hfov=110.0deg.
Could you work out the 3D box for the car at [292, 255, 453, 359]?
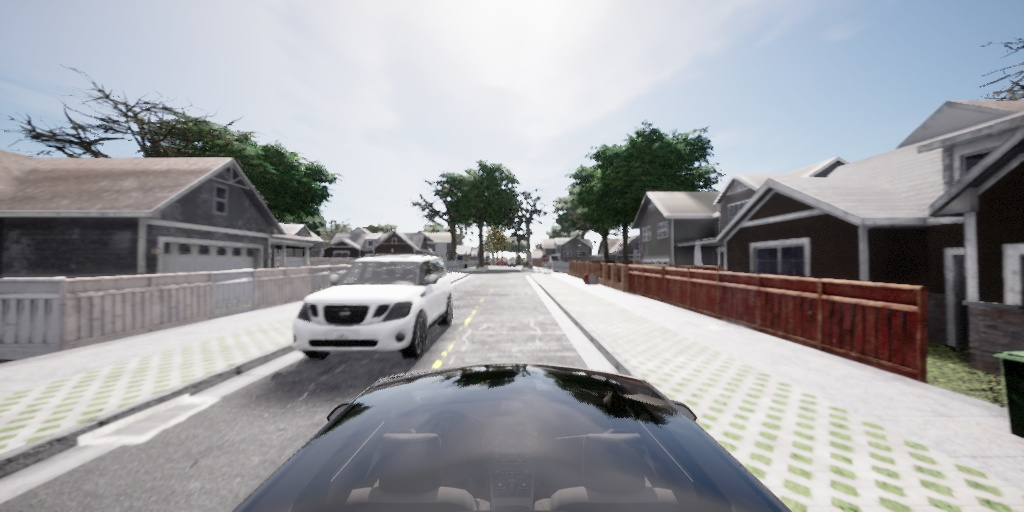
[{"bbox_3d":[-2.849,0.978,8.779,2.150,2.045,5.566,0,0,0],"label":"car"}]
